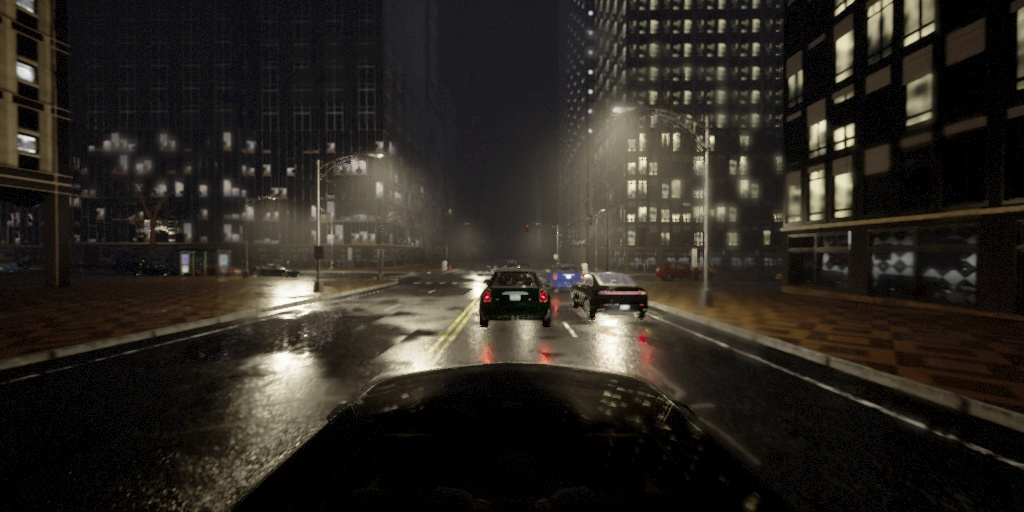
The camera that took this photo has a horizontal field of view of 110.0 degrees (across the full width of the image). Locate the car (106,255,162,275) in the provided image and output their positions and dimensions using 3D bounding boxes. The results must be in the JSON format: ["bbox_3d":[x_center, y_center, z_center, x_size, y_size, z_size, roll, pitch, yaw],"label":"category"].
[{"bbox_3d":[-38.309,0.945,37.525,5.566,2.045,2.150,1,0,1],"label":"car"}]

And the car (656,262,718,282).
[{"bbox_3d":[16.189,1.544,33.965,5.009,1.841,2.192,0,0,1],"label":"car"}]

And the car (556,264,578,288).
[{"bbox_3d":[3.348,1.276,23.307,2.097,1.767,4.553,0,0,0],"label":"car"}]

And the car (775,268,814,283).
[{"bbox_3d":[27.637,1.852,33.769,4.829,1.417,1.751,0,0,1],"label":"car"}]

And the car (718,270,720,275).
[{"bbox_3d":[21.798,1.740,42.251,4.829,1.417,1.751,0,0,1],"label":"car"}]

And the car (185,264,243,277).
[{"bbox_3d":[-28.420,1.415,34.622,4.207,1.307,1.802,0,0,1],"label":"car"}]

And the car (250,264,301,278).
[{"bbox_3d":[-22.736,1.450,34.490,4.313,1.339,1.948,0,0,1],"label":"car"}]

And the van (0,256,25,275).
[{"bbox_3d":[-51.145,0.968,35.192,3.998,1.789,1.690,0,0,1],"label":"van"}]

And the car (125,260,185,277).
[{"bbox_3d":[-34.101,1.348,34.795,4.313,1.339,1.948,0,0,1],"label":"car"}]

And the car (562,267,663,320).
[{"bbox_3d":[3.351,1.335,13.116,2.128,1.511,4.902,0,0,0],"label":"car"}]

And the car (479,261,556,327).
[{"bbox_3d":[0.097,1.188,12.100,2.097,1.767,4.553,0,0,0],"label":"car"}]
